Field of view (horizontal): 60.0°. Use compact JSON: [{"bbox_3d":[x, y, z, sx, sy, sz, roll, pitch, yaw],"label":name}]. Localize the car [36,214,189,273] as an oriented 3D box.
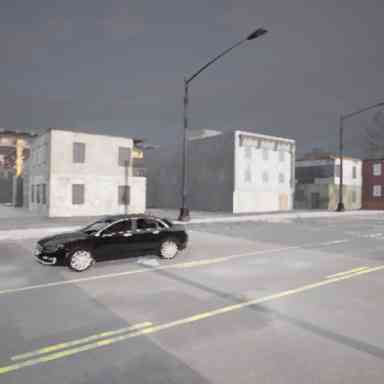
[{"bbox_3d":[-2.401,1.503,10.841,4.892,1.490,1.837,0,0,-35],"label":"car"}]
